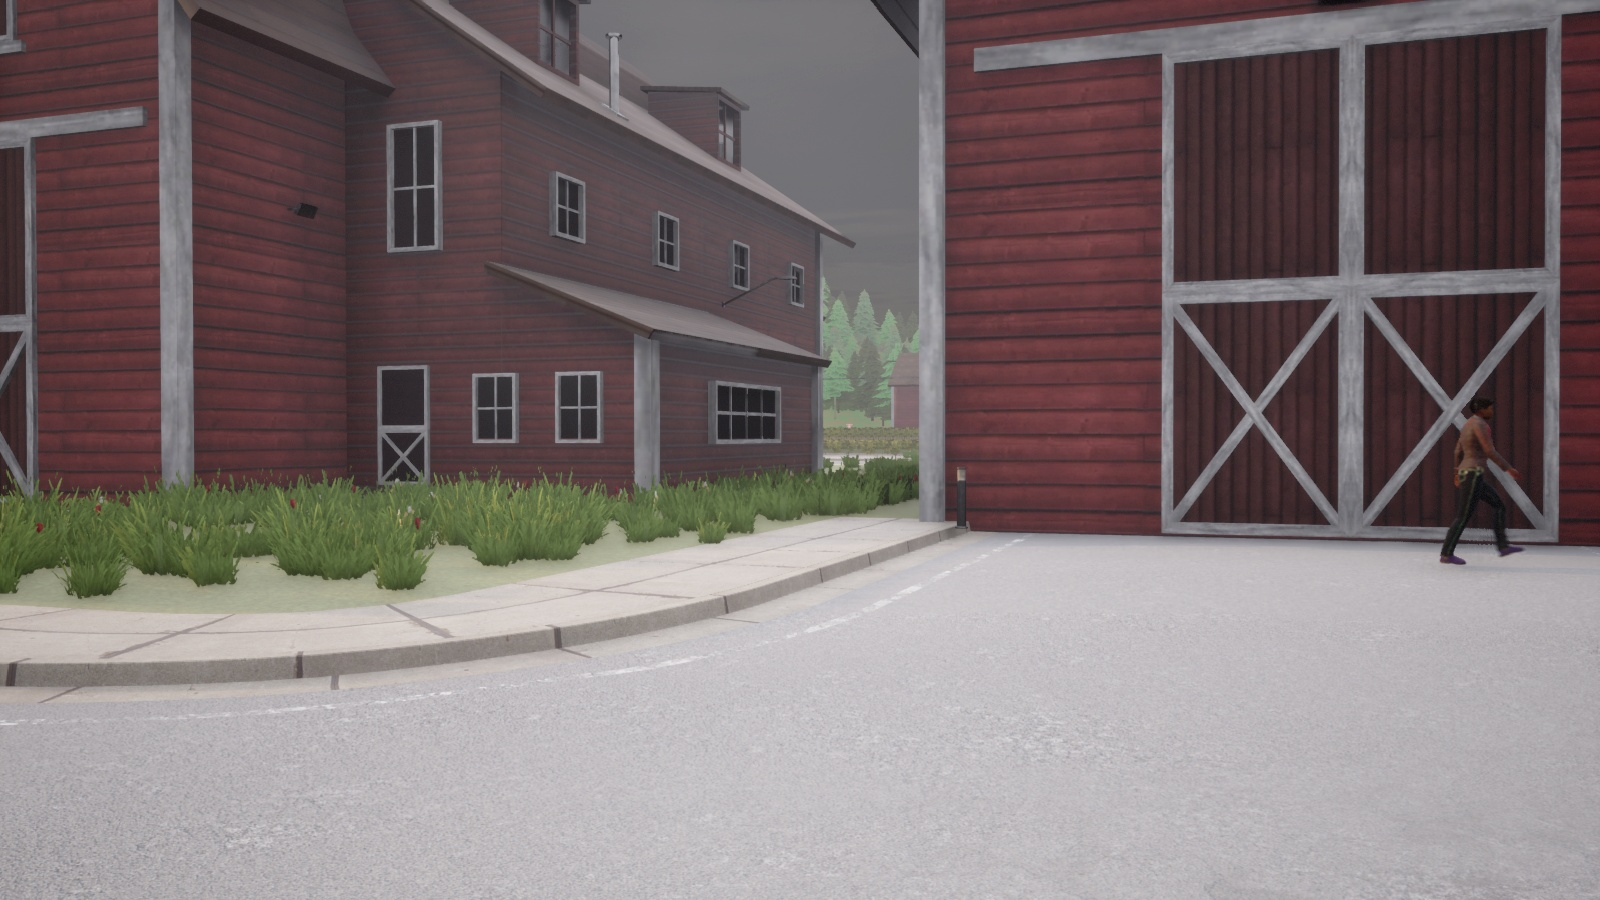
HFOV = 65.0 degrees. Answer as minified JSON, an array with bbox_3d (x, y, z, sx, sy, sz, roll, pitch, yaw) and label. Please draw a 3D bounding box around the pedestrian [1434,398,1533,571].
[{"bbox_3d":[7.293,0.357,13.419,0.869,1.805,0.328,1,1,17],"label":"pedestrian"}]
